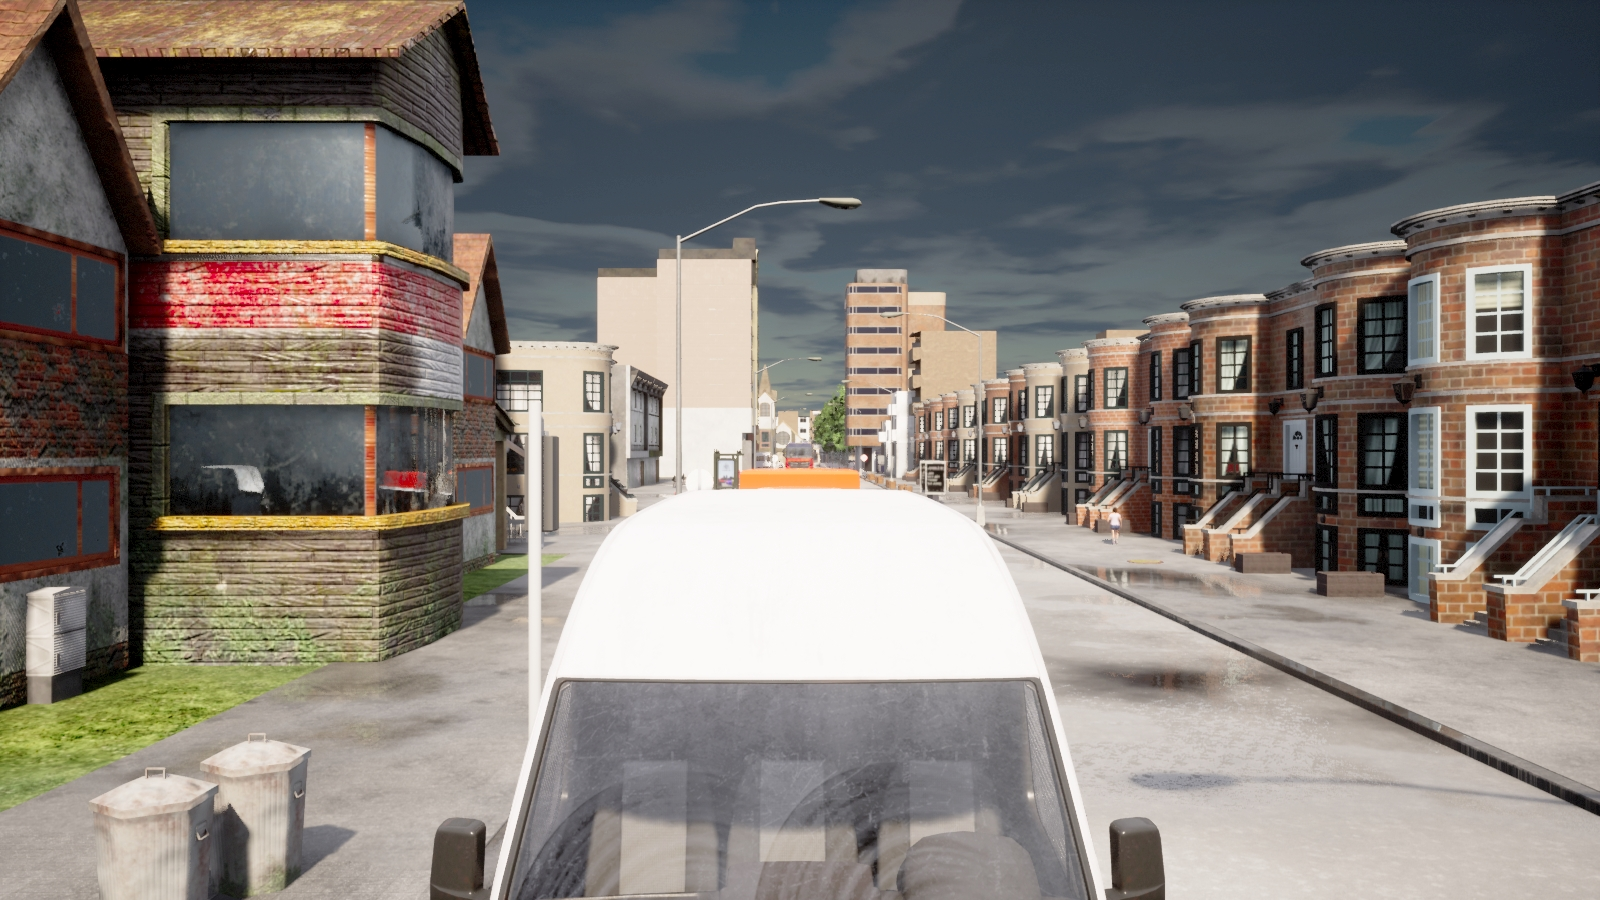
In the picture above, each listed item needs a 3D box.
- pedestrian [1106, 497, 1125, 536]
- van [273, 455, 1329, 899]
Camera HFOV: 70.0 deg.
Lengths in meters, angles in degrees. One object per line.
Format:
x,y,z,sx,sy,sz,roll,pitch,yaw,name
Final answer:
9.043,1.903,32.772,0.500,1.100,0.500,0,0,11,pedestrian
-0.003,1.314,5.110,1.988,2.561,5.915,0,0,0,van
